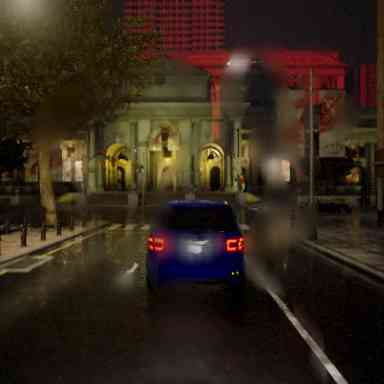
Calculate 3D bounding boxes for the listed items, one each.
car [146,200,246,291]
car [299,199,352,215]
[{"bbox_3d":[0.106,1.208,9.129,2.150,2.045,5.566,0,0,1],"label":"car"},{"bbox_3d":[13.059,1.444,32.645,4.902,1.511,2.128,0,0,0],"label":"car"}]
